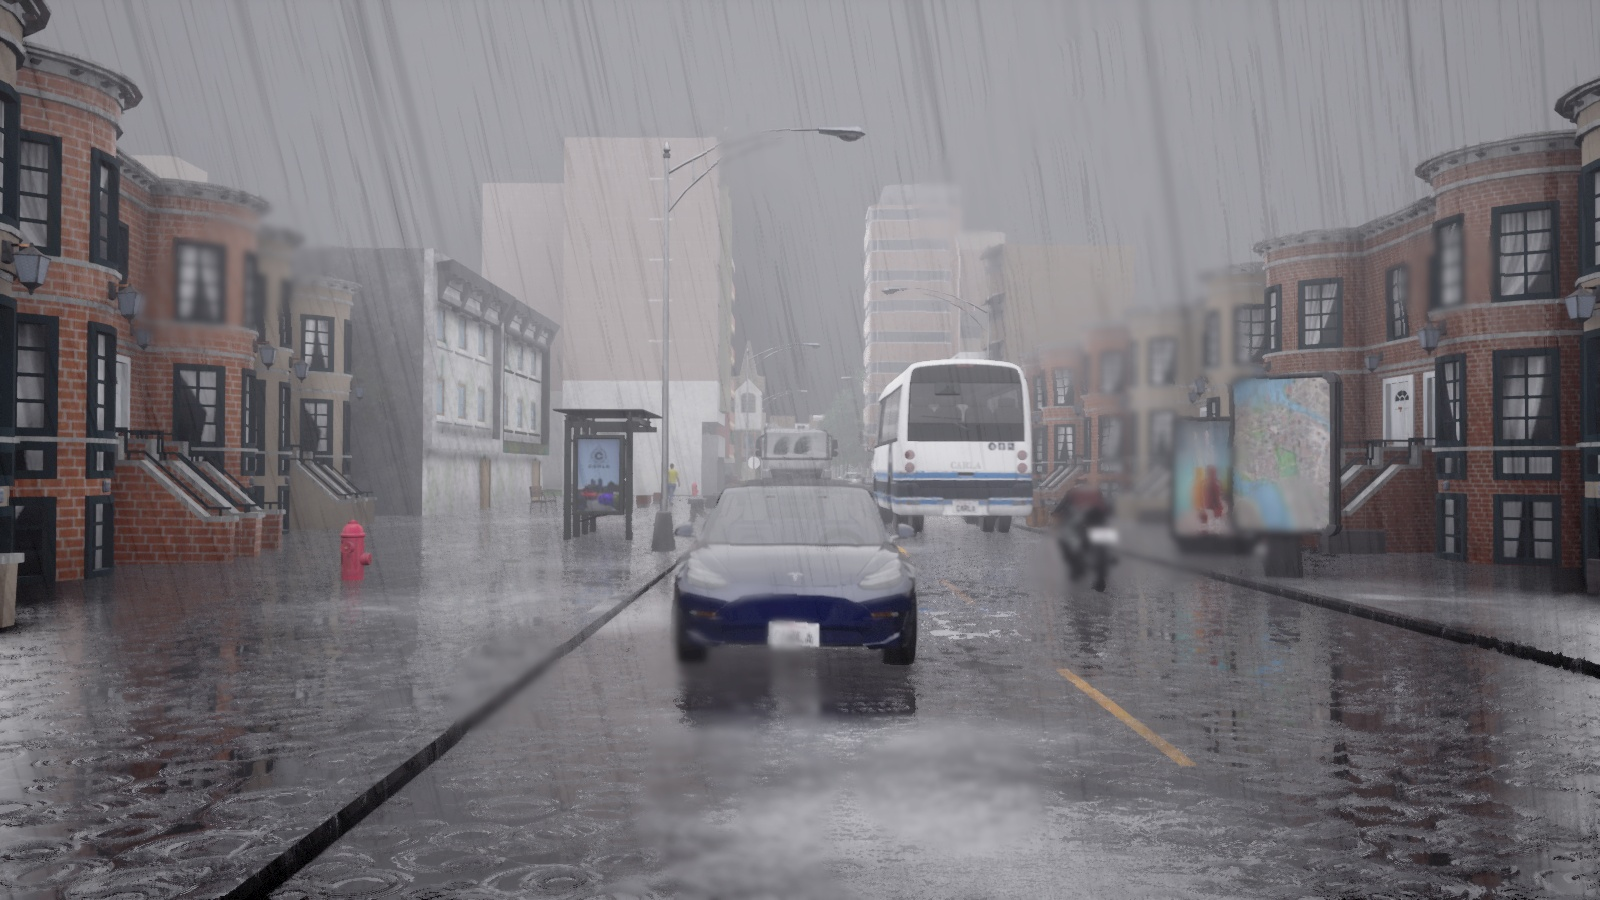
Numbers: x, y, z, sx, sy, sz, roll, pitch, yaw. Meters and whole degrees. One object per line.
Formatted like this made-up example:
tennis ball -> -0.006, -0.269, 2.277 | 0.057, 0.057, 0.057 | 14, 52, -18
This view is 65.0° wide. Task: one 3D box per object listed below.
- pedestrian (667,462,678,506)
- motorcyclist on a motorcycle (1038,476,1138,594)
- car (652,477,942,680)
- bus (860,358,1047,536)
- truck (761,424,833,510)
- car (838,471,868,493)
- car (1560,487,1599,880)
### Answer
pedestrian -> -5.309, 1.422, 52.345 | 0.354, 1.836, 0.706 | 0, -1, -14
motorcyclist on a motorcycle -> 3.955, 1.126, 17.439 | 0.866, 1.530, 2.191 | 0, -1, 0
car -> -0.031, 1.012, 11.796 | 2.163, 1.488, 4.792 | 0, -1, 0
bus -> 3.904, 0.011, 35.134 | 3.944, 4.253, 10.273 | 0, -1, 0
truck -> -0.149, 0.751, 54.799 | 2.891, 3.462, 7.936 | 0, -1, 0
car -> 3.711, 2.248, 88.542 | 1.970, 1.475, 3.806 | 0, -1, 0
car -> 3.991, 0.867, 3.232 | 1.845, 1.501, 3.633 | 0, -1, 0
